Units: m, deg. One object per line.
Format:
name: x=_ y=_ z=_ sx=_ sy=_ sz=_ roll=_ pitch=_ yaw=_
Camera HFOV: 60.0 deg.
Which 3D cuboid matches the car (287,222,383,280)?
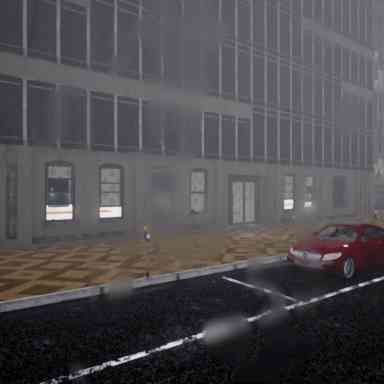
car: x=4.639 y=1.581 z=9.892 sx=4.206 sy=1.307 sz=1.802 roll=0 pitch=0 yaw=-36
